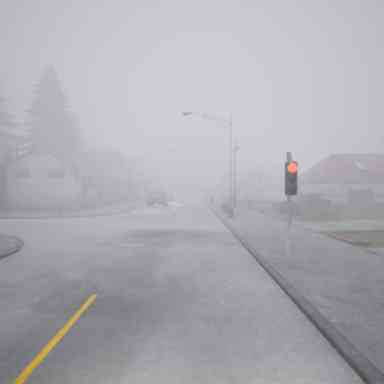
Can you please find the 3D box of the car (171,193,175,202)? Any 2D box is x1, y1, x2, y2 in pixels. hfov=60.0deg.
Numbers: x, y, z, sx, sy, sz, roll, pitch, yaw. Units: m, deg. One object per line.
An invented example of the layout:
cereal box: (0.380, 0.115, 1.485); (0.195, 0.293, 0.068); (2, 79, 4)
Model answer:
car: (-4.041, 0.858, 57.762); (2.128, 1.511, 4.902); (0, 1, 1)

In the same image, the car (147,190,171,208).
car: (-4.085, 0.781, 40.186); (2.150, 2.045, 5.566); (0, 1, 0)
